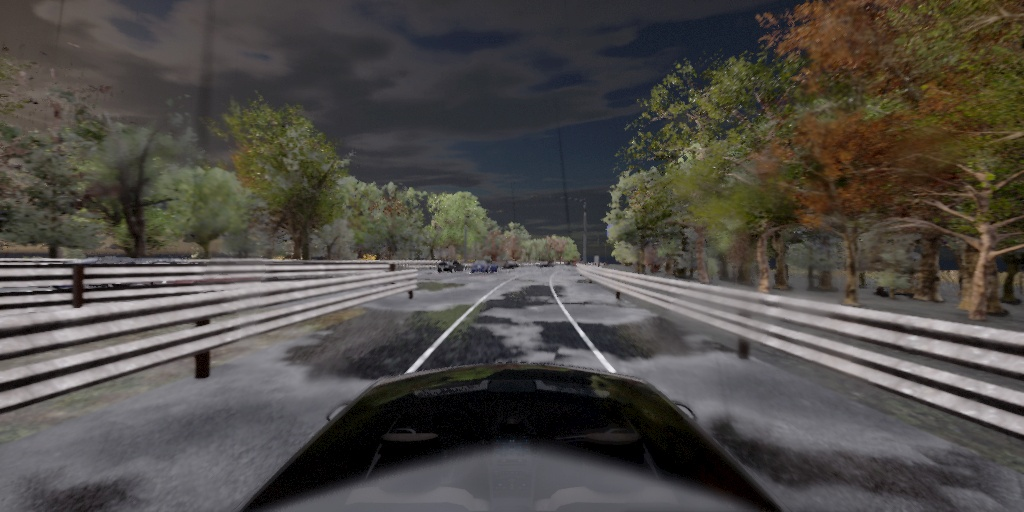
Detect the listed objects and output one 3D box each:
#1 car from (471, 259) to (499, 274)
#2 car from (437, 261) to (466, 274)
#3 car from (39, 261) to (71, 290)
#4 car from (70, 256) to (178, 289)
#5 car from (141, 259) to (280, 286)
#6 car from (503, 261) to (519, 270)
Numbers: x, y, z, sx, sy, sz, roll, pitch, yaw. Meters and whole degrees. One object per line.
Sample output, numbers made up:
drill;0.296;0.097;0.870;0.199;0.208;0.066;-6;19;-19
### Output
car;-3.159;1.234;43.151;2.097;1.767;4.553;2;0;17
car;-7.095;1.294;42.345;1.837;1.490;4.892;0;-1;17
car;-18.553;0.798;16.971;1.882;1.535;5.008;0;-1;17
car;-15.224;0.835;15.889;2.128;1.511;4.902;0;-1;17
car;-11.895;0.931;14.810;1.994;1.385;4.181;0;-1;17
car;-0.106;1.671;65.345;1.882;1.535;5.008;0;-1;17
